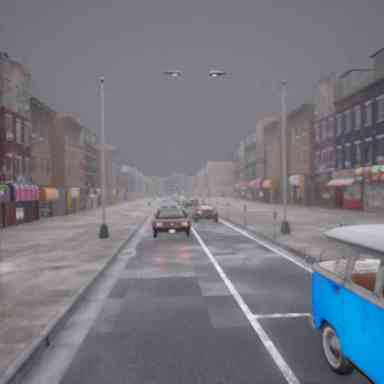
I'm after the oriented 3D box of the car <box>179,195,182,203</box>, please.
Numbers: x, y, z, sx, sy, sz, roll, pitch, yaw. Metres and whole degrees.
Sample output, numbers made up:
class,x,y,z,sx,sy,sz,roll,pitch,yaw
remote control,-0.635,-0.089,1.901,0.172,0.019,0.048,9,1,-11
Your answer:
class,x,y,z,sx,sy,sz,roll,pitch,yaw
car,-0.554,1.472,50.701,1.812,1.442,4.674,-1,0,-4

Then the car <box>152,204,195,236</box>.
class,x,y,z,sx,sy,sz,roll,pitch,yaw
car,-1.128,1.570,18.116,1.895,1.301,4.718,-1,0,-4

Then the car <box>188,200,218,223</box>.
class,x,y,z,sx,sy,sz,roll,pitch,yaw
car,0.929,1.515,24.837,1.802,1.307,4.206,-1,0,-4

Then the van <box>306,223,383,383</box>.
class,x,y,z,sx,sy,sz,roll,pitch,yaw
van,2.505,1.303,3.025,1.690,1.788,3.998,-1,0,-4

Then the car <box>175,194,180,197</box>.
class,x,y,z,sx,sy,sz,roll,pitch,yaw
car,-1.847,1.505,63.175,1.752,1.417,4.829,-1,0,-4

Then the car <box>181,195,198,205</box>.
class,x,y,z,sx,sy,sz,roll,pitch,yaw
car,-0.053,1.440,43.719,1.837,1.490,4.892,-1,0,-4

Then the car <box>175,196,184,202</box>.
class,x,y,z,sx,sy,sz,roll,pitch,yaw
car,-3.017,1.615,79.363,1.802,1.307,4.206,-1,0,-4

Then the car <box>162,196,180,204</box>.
class,x,y,z,sx,sy,sz,roll,pitch,yaw
car,-2.847,1.571,41.676,1.895,1.301,4.718,-1,0,-4
